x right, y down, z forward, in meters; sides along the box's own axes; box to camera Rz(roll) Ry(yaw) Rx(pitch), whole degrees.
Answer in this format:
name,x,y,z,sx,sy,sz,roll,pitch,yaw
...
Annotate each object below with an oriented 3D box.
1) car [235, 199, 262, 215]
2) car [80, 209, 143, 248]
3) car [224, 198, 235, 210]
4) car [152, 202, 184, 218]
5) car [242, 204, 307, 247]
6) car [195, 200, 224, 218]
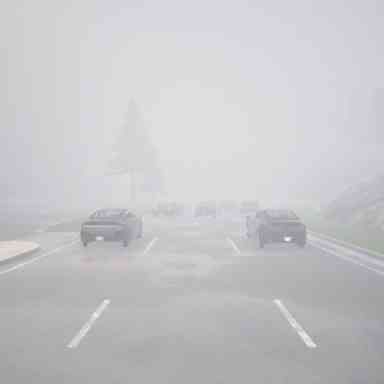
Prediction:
name,x,y,z,sx,sy,sz,roll,pitch,yaw
car,6.037,1.490,33.898,2.128,1.511,4.902,0,0,15
car,-3.380,1.491,14.680,2.128,1.511,4.902,0,0,0
car,4.716,1.526,42.166,1.812,1.442,4.674,0,0,16
car,-2.053,1.601,30.341,1.895,1.301,4.718,0,0,12
car,3.622,1.505,14.923,1.837,1.490,4.892,0,0,1
car,1.453,1.526,30.086,1.812,1.442,4.674,0,0,12
